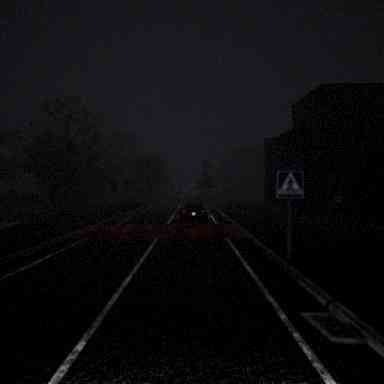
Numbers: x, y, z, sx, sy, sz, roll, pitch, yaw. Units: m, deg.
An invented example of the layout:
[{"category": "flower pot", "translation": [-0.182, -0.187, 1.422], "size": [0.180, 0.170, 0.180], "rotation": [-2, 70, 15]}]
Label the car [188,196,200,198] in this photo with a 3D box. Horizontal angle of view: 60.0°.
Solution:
[{"category": "car", "translation": [0.240, 1.180, 39.129], "size": [2.033, 1.411, 5.357], "rotation": [0, 1, 2]}]

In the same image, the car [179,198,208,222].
[{"category": "car", "translation": [0.110, 1.387, 24.091], "size": [1.994, 1.385, 4.181], "rotation": [0, 1, 0]}]
